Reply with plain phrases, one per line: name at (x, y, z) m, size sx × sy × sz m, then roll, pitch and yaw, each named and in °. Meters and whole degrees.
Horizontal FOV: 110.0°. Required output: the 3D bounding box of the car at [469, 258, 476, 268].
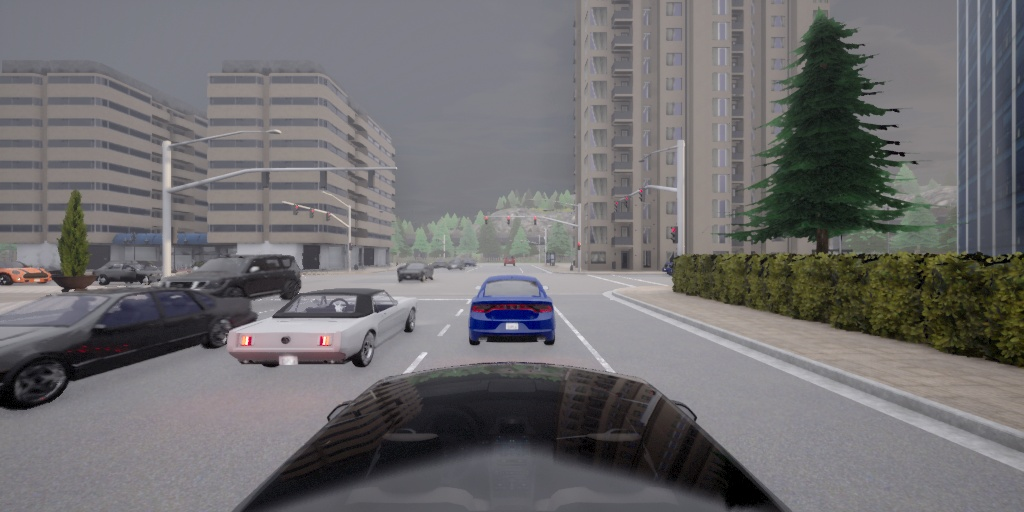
car at (-7.612, 1.101, 63.557) m, size 2.097 × 1.767 × 4.553 m, roll 0°, pitch 0°, yaw 0°

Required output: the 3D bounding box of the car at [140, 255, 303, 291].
car at (-10.722, 0.971, 14.238) m, size 2.150 × 2.045 × 5.566 m, roll 0°, pitch 0°, yaw 0°

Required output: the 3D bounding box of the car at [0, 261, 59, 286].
car at (-35.097, 1.102, 24.810) m, size 4.553 × 1.767 × 2.097 m, roll 0°, pitch 0°, yaw 0°

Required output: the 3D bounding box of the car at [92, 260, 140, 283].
car at (-25.946, 1.241, 24.780) m, size 4.902 × 1.511 × 2.128 m, roll 0°, pitch 0°, yaw 1°

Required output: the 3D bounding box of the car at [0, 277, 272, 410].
car at (-7.140, 1.297, 6.392) m, size 2.033 × 1.411 × 5.357 m, roll 0°, pitch 0°, yaw -1°

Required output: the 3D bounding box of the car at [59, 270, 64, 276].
car at (-38.613, 1.351, 28.318) m, size 4.718 × 1.301 × 1.895 m, roll 0°, pitch 0°, yaw 0°

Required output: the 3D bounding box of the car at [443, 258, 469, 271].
car at (-7.516, 1.241, 48.628) m, size 2.128 × 1.511 × 4.902 m, roll 0°, pitch 0°, yaw 0°

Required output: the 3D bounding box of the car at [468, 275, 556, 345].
car at (-0.004, 1.228, 9.507) m, size 1.882 × 1.535 × 5.008 m, roll 0°, pitch 0°, yaw 0°

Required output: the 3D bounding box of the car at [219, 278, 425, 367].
car at (-3.496, 1.351, 7.841) m, size 1.895 × 1.301 × 4.718 m, roll 0°, pitch 0°, yaw 0°

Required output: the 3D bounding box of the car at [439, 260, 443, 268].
car at (-11.069, 1.314, 55.439) m, size 1.994 × 1.385 × 4.181 m, roll 0°, pitch 0°, yaw 0°

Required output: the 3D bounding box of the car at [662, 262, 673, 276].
car at (17.894, 0.971, 35.453) m, size 5.566 × 2.045 × 2.150 m, roll 0°, pitch 0°, yaw 0°

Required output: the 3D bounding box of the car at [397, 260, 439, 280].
car at (-7.332, 1.227, 27.803) m, size 1.882 × 1.535 × 5.008 m, roll 0°, pitch 0°, yaw -1°
